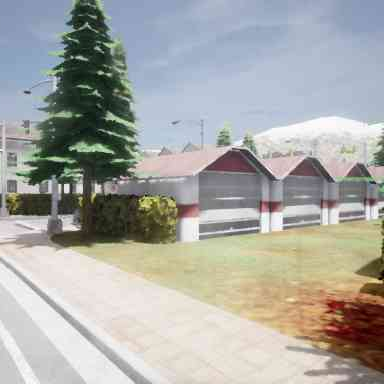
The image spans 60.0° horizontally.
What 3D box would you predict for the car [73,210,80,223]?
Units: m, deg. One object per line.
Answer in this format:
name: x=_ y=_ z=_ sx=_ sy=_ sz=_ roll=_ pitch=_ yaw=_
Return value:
car: x=-6.473 y=1.579 z=24.340 sx=4.181 sy=1.385 sz=1.994 roll=0 pitch=0 yaw=-39
